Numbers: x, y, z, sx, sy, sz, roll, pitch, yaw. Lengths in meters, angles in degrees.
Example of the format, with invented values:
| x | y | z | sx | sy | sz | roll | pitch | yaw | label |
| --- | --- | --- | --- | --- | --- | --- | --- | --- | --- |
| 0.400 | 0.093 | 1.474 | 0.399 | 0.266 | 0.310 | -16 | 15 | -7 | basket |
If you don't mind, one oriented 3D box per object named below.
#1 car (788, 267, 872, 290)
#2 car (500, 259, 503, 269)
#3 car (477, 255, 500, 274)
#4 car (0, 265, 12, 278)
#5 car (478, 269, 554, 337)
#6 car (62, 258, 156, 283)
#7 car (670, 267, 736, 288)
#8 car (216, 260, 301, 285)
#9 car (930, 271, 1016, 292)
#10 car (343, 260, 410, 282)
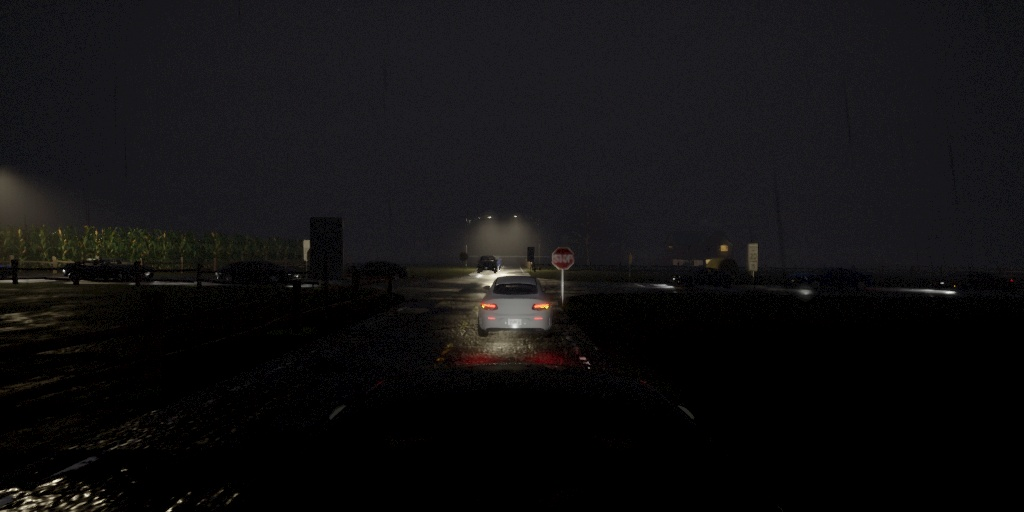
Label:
| x | y | z | sx | sy | sz | roll | pitch | yaw | label |
| --- | --- | --- | --- | --- | --- | --- | --- | --- | --- |
| 22.650 | 1.540 | 25.653 | 5.008 | 1.535 | 1.882 | 1 | 1 | 1 | car |
| -2.815 | 0.957 | 57.229 | 2.150 | 2.045 | 5.566 | 0 | 0 | 0 | car |
| -2.833 | 0.959 | 41.948 | 2.150 | 2.045 | 5.566 | 0 | 0 | 0 | car |
| -36.305 | 0.869 | 23.754 | 4.718 | 1.301 | 1.895 | 1 | 1 | 1 | car |
| 0.132 | 1.273 | 10.127 | 1.812 | 1.442 | 4.674 | 0 | 0 | 2 | car |
| -26.378 | 0.900 | 23.571 | 4.902 | 1.511 | 2.128 | 1 | 1 | 1 | car |
| 13.660 | 1.495 | 25.807 | 4.181 | 1.385 | 1.994 | 1 | 1 | 1 | car |
| -16.458 | 1.052 | 23.425 | 4.892 | 1.490 | 1.837 | 1 | 1 | 0 | car |
| 32.610 | 1.777 | 25.473 | 4.181 | 1.385 | 1.994 | 1 | 1 | 1 | car |
| -10.111 | 1.094 | 26.496 | 4.892 | 1.490 | 1.837 | 1 | 4 | -15 | car |
